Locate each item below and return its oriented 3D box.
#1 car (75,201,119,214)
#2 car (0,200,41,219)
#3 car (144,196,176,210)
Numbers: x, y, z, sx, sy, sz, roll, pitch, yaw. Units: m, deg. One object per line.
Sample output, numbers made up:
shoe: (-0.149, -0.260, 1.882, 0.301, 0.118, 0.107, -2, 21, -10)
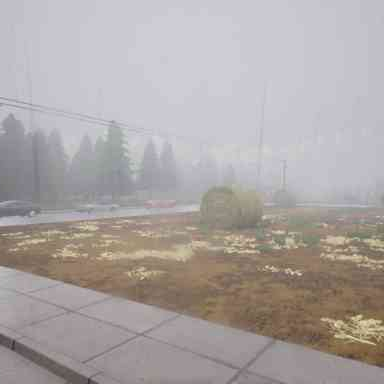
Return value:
car: (-10.370, 1.628, 36.557, 1.895, 1.301, 4.718, 0, 0, 37)
car: (-15.847, 1.531, 29.164, 1.837, 1.490, 4.892, 0, 0, 37)
car: (-4.281, 1.379, 44.753, 2.097, 1.767, 4.553, 0, 0, 37)
